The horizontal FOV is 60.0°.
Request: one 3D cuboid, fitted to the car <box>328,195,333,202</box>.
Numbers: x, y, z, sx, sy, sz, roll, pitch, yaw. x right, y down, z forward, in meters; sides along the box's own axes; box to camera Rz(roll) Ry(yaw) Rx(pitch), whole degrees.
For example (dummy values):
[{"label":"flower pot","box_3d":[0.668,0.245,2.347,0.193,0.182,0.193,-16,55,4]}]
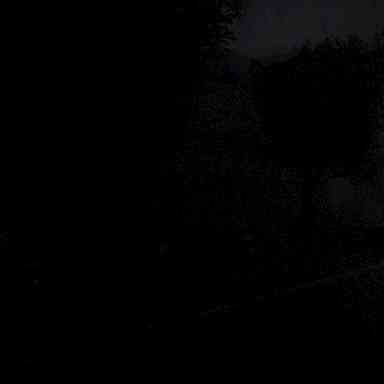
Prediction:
[{"label":"car","box_3d":[21.601,0.702,57.995,2.150,2.045,5.566,1,0,-36]}]
